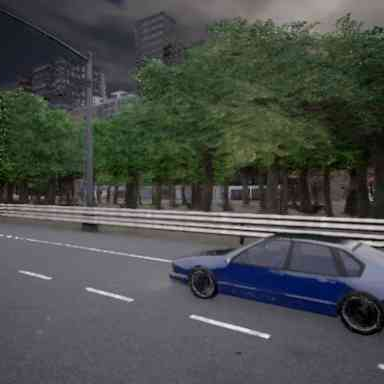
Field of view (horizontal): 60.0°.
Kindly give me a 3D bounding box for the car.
[{"bbox_3d":[2.068,1.551,6.692,5.357,1.411,2.033,0,0,36],"label":"car"}]
